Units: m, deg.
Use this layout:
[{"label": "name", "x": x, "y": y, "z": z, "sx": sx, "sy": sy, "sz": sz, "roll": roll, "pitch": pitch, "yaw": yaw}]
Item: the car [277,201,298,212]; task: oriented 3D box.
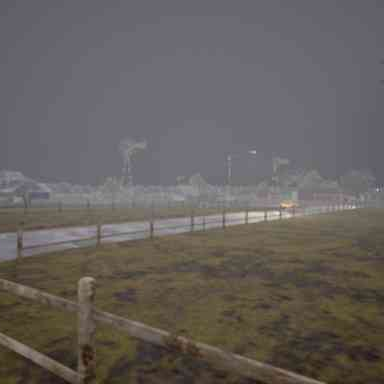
[{"label": "car", "x": 14.317, "y": 2.088, "z": 49.626, "sx": 1.882, "sy": 1.535, "sz": 5.008, "roll": 2, "pitch": 0, "yaw": 35}]
